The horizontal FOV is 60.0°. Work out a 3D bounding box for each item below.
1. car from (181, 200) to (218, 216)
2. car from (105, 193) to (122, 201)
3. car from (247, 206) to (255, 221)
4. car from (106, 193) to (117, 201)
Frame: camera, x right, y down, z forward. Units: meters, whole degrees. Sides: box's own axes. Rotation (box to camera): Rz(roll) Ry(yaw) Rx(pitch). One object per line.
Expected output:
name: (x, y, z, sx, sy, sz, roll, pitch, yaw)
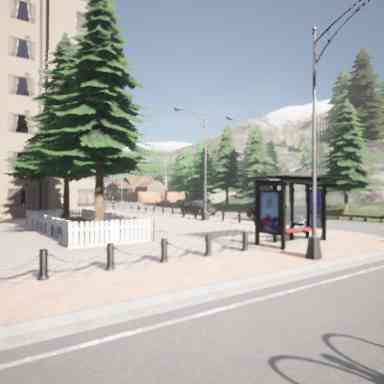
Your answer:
car: (0.702, 1.595, 34.300, 1.837, 1.490, 4.892, 0, 0, -35)
car: (-19.944, 1.280, 84.662, 3.866, 1.878, 1.905, 0, 0, -36)
car: (6.489, 1.568, 26.027, 1.882, 1.535, 5.008, 0, 0, -35)
car: (-18.163, 1.279, 82.846, 4.605, 1.855, 1.932, 0, 0, -36)
